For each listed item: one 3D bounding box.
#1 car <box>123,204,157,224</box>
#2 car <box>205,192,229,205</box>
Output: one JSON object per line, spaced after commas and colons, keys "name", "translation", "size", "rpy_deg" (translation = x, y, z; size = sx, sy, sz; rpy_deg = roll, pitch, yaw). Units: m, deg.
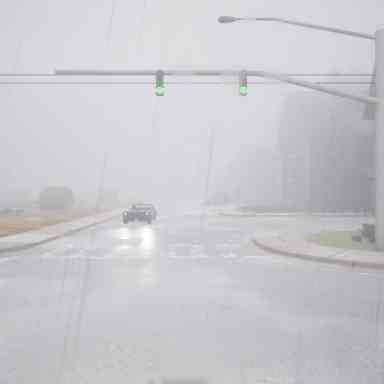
{"name": "car", "translation": [-3.686, 1.521, 24.065], "size": [1.895, 1.301, 4.718], "rpy_deg": [0, 0, 0]}
{"name": "car", "translation": [3.930, 0.989, 52.682], "size": [1.905, 1.878, 3.866], "rpy_deg": [-8, 4, -42]}
